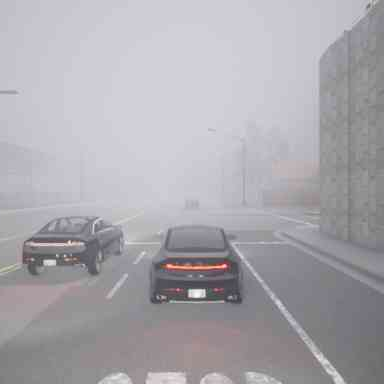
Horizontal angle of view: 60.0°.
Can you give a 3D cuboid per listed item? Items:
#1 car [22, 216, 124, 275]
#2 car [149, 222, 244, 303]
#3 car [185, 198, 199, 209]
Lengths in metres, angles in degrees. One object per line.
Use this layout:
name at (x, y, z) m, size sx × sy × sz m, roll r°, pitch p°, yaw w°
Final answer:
car at (-3.424, 1.490, 10.431) m, size 2.128 × 1.511 × 4.902 m, roll 0°, pitch 0°, yaw 0°
car at (0.082, 1.503, 8.161) m, size 1.837 × 1.490 × 4.892 m, roll 0°, pitch 0°, yaw 0°
car at (-0.004, 1.483, 44.158) m, size 2.128 × 1.511 × 4.902 m, roll 0°, pitch 0°, yaw 0°
